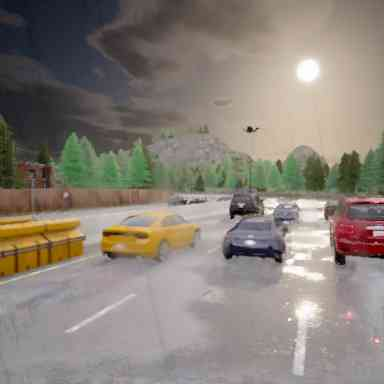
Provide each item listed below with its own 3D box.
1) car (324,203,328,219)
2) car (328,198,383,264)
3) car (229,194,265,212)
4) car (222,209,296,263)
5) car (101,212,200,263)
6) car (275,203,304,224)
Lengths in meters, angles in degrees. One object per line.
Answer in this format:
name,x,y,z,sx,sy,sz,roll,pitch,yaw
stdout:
car,12.212,1.411,27.986,1.882,1.535,5.008,0,0,21
car,5.993,1.196,11.426,2.150,2.045,5.566,0,0,21
car,4.735,1.160,28.019,2.150,2.045,5.566,0,0,21
car,2.513,1.535,12.125,1.994,1.385,4.181,0,0,21
car,-1.233,1.452,12.132,1.882,1.535,5.008,0,0,21
car,7.054,1.492,24.292,2.033,1.411,5.357,0,0,21
